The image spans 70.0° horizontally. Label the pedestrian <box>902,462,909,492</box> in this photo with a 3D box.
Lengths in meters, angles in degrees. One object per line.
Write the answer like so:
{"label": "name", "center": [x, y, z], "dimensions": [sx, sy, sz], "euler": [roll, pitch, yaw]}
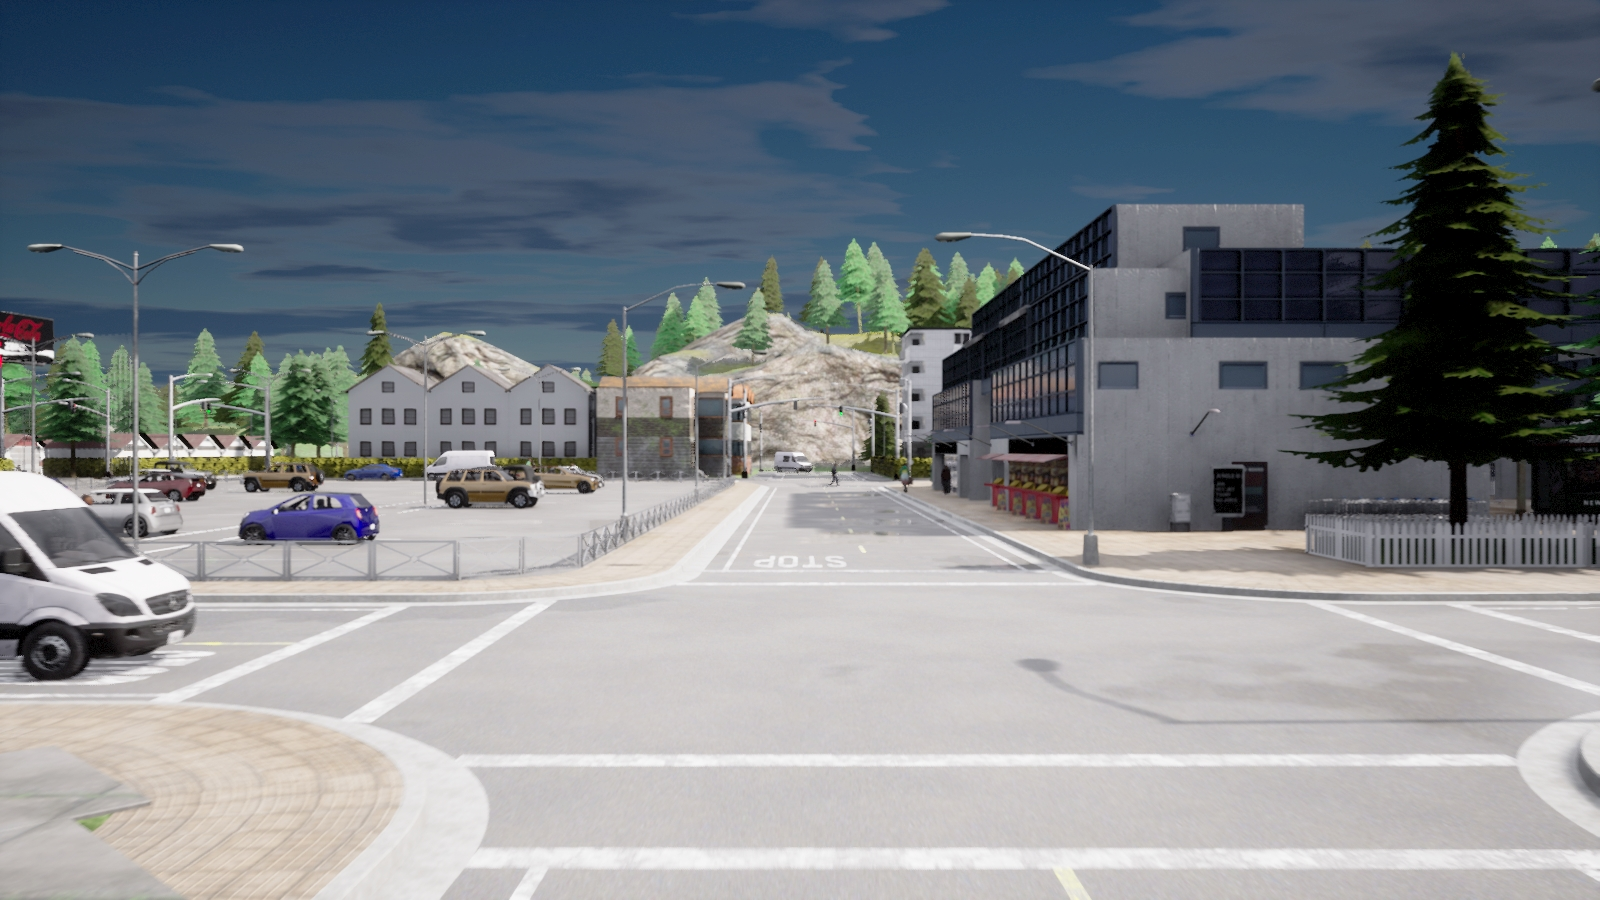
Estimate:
{"label": "pedestrian", "center": [6.489, 1.667, 70.556], "dimensions": [0.375, 1.860, 0.375], "euler": [0, 0, -4]}

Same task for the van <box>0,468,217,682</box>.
{"label": "van", "center": [-11.033, 1.528, 14.825], "dimensions": [5.915, 2.561, 1.988], "euler": [0, 0, -1]}

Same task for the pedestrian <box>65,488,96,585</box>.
{"label": "pedestrian", "center": [-14.069, 1.688, 22.340], "dimensions": [0.375, 1.860, 0.375], "euler": [0, 0, 0]}

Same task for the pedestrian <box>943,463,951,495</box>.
{"label": "pedestrian", "center": [8.484, 1.669, 65.900], "dimensions": [0.375, 1.860, 0.375], "euler": [0, 0, -4]}
